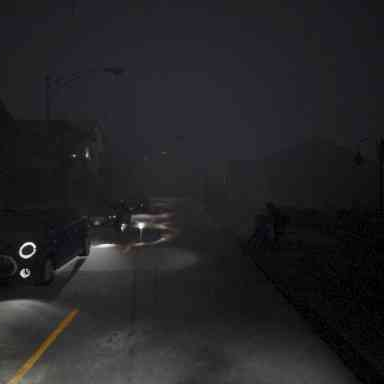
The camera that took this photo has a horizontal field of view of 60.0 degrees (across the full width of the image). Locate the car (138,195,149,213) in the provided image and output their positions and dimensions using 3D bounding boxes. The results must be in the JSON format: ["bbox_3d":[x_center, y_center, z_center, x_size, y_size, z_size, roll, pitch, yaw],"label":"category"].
[{"bbox_3d":[-4.700,0.975,28.257,1.812,1.442,4.674,0,1,-1],"label":"car"}]

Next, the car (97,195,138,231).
[{"bbox_3d":[-4.480,1.142,17.962,2.128,1.511,4.902,0,1,-1],"label":"car"}]

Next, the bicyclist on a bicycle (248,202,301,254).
[{"bbox_3d":[2.557,1.142,10.313,1.656,1.620,0.582,0,1,-1],"label":"bicyclist on a bicycle"}]

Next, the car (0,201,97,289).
[{"bbox_3d":[-4.273,1.180,8.822,2.097,1.767,4.553,0,1,-1],"label":"car"}]
